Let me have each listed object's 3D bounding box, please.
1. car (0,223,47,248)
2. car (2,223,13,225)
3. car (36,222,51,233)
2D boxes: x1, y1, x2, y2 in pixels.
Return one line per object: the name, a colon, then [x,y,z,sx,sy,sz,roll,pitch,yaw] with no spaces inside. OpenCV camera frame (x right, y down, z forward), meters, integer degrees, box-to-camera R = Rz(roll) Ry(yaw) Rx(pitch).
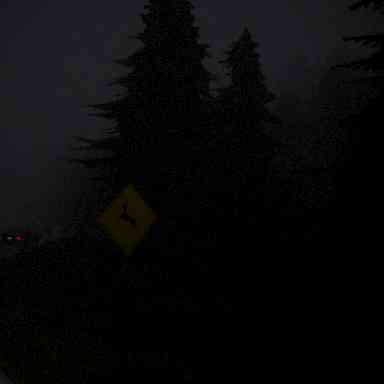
car: [-12.773,3.333,24.852,2.033,1.411,5.357,2,-4,-11]
car: [-24.627,4.809,44.419,1.994,1.385,4.181,1,-5,-37]
car: [-18.318,4.363,40.553,1.882,1.535,5.008,2,-4,-28]
